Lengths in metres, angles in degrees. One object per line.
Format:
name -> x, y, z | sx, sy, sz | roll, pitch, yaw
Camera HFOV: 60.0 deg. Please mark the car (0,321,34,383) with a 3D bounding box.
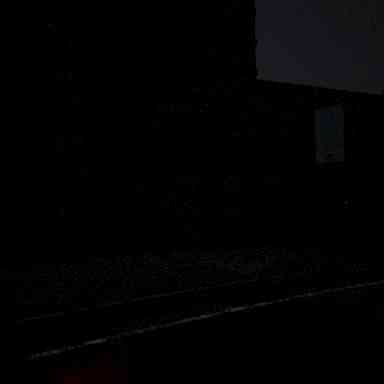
car -> -3.564, 1.552, 1.388 | 5.357, 1.411, 2.033 | 0, 0, -37
